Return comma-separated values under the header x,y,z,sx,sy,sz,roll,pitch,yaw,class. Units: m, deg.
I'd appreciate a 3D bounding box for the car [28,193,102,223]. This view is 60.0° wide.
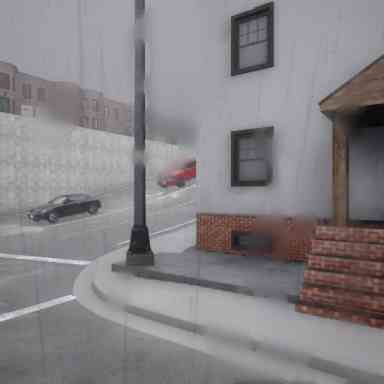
x,y,z,sx,sy,sz,roll,pitch,yaw,class
-7.849,0.873,20.868,1.812,1.442,4.674,0,7,35,car

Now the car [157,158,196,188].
x,y,z,sx,sy,sz,roll,pitch,yaw,class
-0.908,-1.801,30.791,2.150,2.045,5.566,0,14,35,car
